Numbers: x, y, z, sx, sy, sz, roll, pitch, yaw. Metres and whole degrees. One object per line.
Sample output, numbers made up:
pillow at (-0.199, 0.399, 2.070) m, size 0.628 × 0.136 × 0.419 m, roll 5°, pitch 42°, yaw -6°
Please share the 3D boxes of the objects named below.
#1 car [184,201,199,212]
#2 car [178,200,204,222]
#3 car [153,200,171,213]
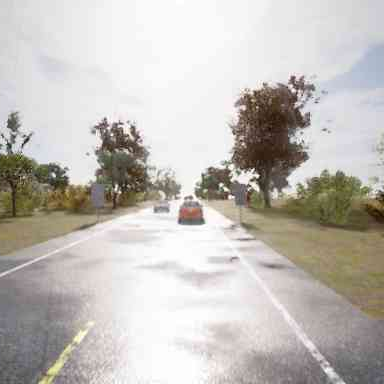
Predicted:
car at (-0.093, 1.847, 44.377) m, size 1.895 × 1.301 × 4.718 m, roll 0°, pitch 0°, yaw 0°
car at (-0.079, 1.491, 28.190) m, size 2.097 × 1.767 × 4.553 m, roll 0°, pitch 0°, yaw 0°
car at (-3.655, 1.755, 40.970) m, size 1.812 × 1.442 × 4.674 m, roll 0°, pitch -1°, yaw 0°
